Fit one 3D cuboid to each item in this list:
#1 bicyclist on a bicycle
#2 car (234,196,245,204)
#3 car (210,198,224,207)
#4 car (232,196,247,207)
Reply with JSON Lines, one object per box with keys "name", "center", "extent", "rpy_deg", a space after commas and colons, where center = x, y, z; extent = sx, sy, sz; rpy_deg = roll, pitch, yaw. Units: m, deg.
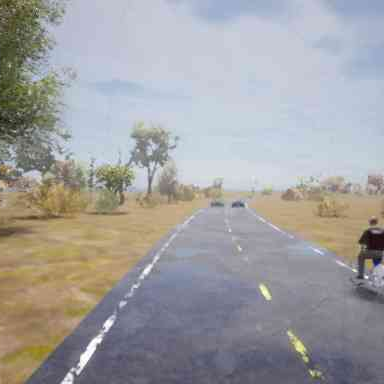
{"name": "bicyclist on a bicycle", "center": [4.027, 1.414, 7.605], "extent": [0.659, 1.776, 1.843], "rpy_deg": [1, 0, 2]}
{"name": "car", "center": [10.235, 1.664, 71.373], "extent": [2.033, 1.411, 5.357], "rpy_deg": [1, 0, 11]}
{"name": "car", "center": [4.018, 1.611, 52.130], "extent": [1.994, 1.385, 4.181], "rpy_deg": [1, 0, 8]}
{"name": "car", "center": [7.172, 1.684, 51.834], "extent": [1.895, 1.301, 4.718], "rpy_deg": [1, 0, 8]}
